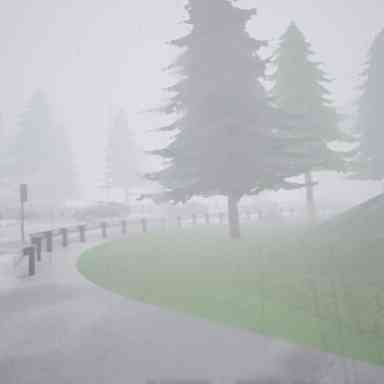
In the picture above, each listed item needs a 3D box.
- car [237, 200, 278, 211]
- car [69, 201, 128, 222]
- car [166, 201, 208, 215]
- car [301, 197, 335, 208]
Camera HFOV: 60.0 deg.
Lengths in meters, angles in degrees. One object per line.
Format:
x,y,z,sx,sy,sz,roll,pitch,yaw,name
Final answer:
7.630,1.505,38.583,5.357,1.411,2.033,0,0,-35,car
-7.072,1.444,25.987,2.128,1.511,4.902,0,0,44,car
-0.433,1.518,32.312,4.181,1.385,1.994,0,0,-40,car
16.586,1.455,43.829,4.902,1.511,2.128,0,0,-27,car
